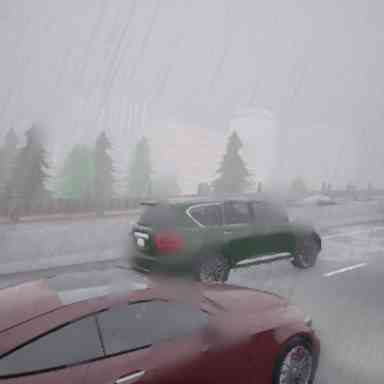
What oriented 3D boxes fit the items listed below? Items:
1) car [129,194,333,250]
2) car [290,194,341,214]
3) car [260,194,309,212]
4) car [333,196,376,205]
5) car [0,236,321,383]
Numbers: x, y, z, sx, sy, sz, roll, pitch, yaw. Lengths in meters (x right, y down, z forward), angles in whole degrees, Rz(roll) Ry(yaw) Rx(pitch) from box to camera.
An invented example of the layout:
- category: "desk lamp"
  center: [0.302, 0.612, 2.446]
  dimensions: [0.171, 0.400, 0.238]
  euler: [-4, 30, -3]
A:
- category: "car"
  center: [1.071, 1.123, 8.823]
  dimensions: [5.566, 2.045, 2.150]
  euler: [-2, 1, -35]
- category: "car"
  center: [10.803, 0.996, 28.901]
  dimensions: [4.674, 1.442, 1.812]
  euler: [-2, 1, -35]
- category: "car"
  center: [8.885, 0.971, 31.832]
  dimensions: [4.892, 1.490, 1.837]
  euler: [-2, 1, -35]
- category: "car"
  center: [12.924, 1.032, 26.114]
  dimensions: [4.181, 1.385, 1.994]
  euler: [-2, 1, -35]
- category: "car"
  center: [-0.711, 1.506, 3.271]
  dimensions: [4.674, 1.442, 1.812]
  euler: [-1, 1, -35]
